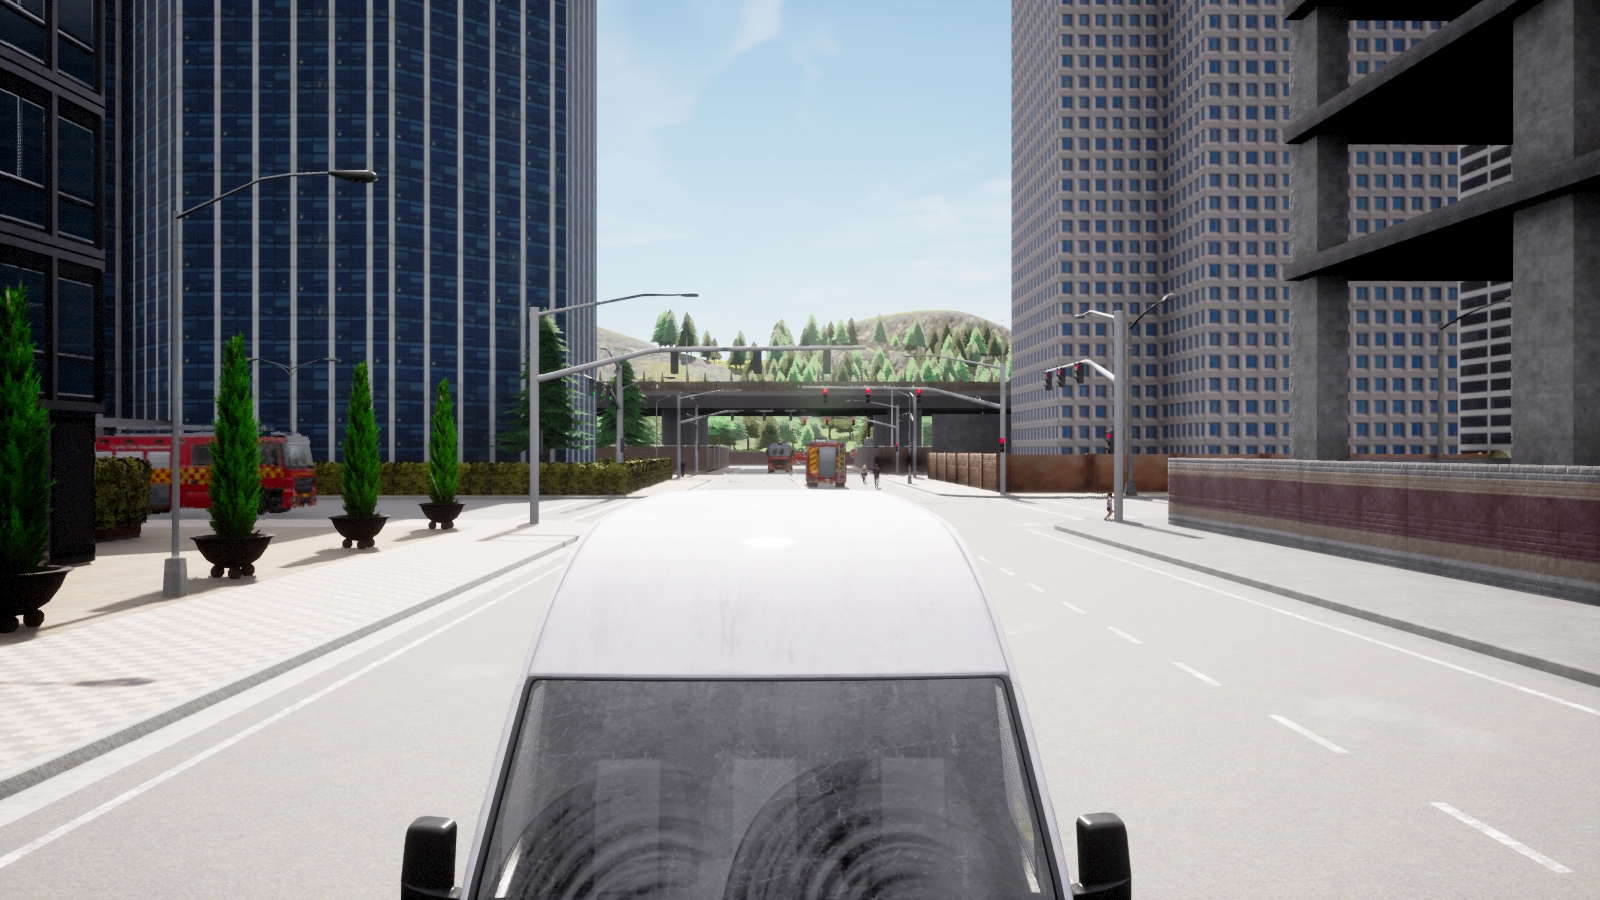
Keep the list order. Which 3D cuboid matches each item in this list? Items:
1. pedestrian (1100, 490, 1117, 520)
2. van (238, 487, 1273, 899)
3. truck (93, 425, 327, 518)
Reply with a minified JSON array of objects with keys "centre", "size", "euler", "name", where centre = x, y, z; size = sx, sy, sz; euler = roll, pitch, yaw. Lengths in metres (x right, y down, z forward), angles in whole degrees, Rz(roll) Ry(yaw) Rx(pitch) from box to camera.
[{"centre":[11.560,2.077,42.855],"size":[0.500,1.100,0.500],"euler":[0,0,-1],"name":"pedestrian"},{"centre":[-0.128,1.535,5.152],"size":[1.988,2.561,5.915],"euler":[0,0,-1],"name":"van"},{"centre":[-25.031,0.890,48.803],"size":[8.468,3.827,2.891],"euler":[0,0,-1],"name":"truck"}]
